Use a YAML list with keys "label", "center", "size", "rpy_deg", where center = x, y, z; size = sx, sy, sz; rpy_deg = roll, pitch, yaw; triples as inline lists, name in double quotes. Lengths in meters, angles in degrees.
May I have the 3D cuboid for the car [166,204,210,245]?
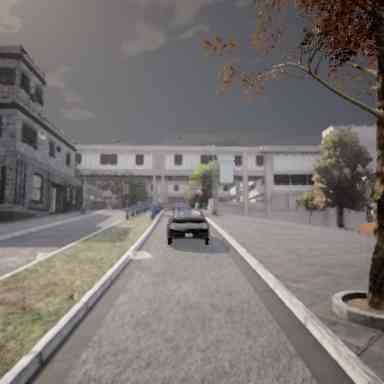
- label: "car"
  center: [-0.207, 1.522, 15.789]
  size: [2.128, 1.511, 4.902]
  rpy_deg: [0, 0, -2]
